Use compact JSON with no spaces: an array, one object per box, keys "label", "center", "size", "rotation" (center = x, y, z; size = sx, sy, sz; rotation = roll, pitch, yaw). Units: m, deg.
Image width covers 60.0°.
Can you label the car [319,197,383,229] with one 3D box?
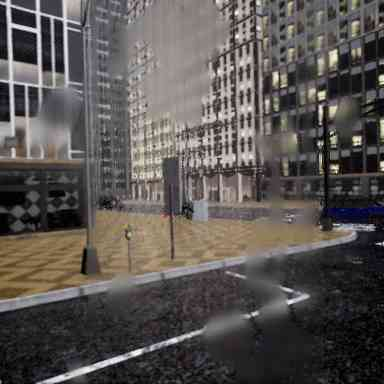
[{"label":"car","center":[9.898,1.072,19.443],"size":[2.097,1.767,4.553],"rotation":[-3,-1,-37]}]

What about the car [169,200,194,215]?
[{"label":"car","center":[-0.664,1.537,33.647],"size":[1.882,1.535,5.008],"rotation":[-2,1,-37]}]

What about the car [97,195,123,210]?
[{"label":"car","center":[-12.145,1.539,49.068],"size":[2.150,2.045,5.566],"rotation":[-2,0,-37]}]
